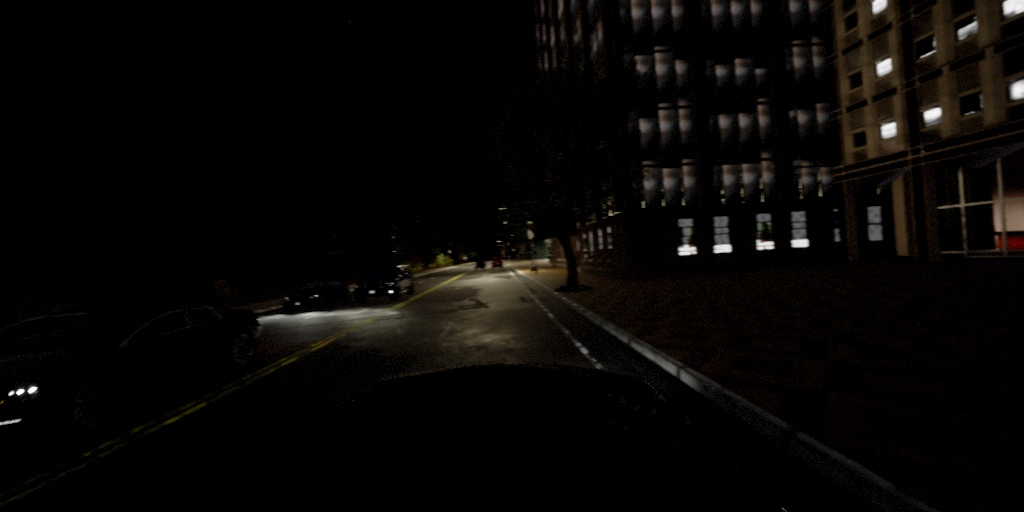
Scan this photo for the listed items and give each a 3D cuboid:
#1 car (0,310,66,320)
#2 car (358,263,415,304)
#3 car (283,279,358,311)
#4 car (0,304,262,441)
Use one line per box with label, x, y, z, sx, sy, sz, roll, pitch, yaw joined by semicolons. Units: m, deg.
car;-10.043;1.939;7.024;2.128;1.511;4.902;-4;0;-2
car;-7.395;1.519;21.356;2.150;2.045;5.566;-4;0;-2
car;-10.556;2.038;19.787;1.812;1.442;4.674;-4;0;-2
car;-6.773;1.715;6.444;2.128;1.511;4.902;-4;0;-2
